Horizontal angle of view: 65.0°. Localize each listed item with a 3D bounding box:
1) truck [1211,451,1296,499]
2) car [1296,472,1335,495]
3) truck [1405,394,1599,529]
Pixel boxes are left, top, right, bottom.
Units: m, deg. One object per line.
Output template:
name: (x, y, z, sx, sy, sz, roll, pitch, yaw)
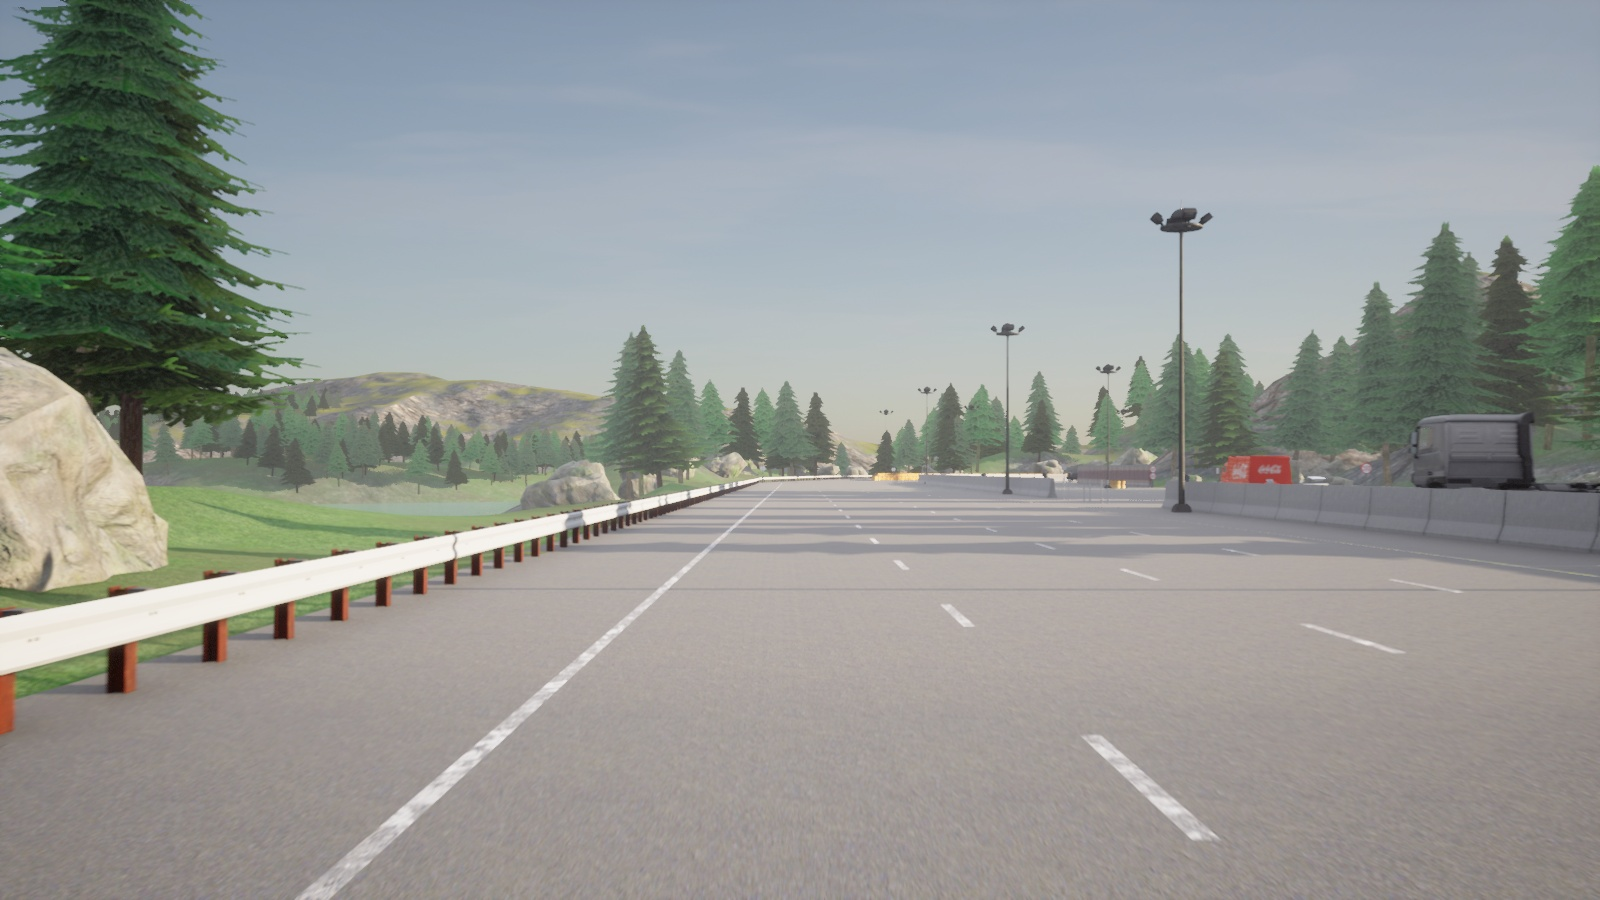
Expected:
truck: (24.339, 1.359, 67.636, 2.627, 2.467, 5.204, 0, -1, 0)
car: (31.321, 2.022, 76.330, 1.481, 1.376, 2.207, 0, -1, 0)
truck: (20.910, 0.359, 36.407, 2.891, 3.462, 7.936, 0, -1, 0)
